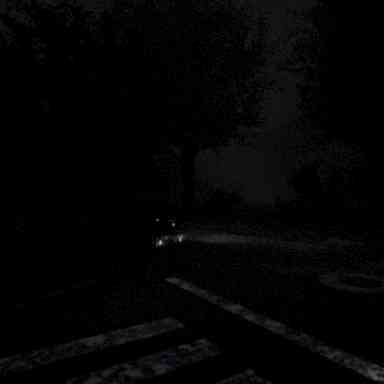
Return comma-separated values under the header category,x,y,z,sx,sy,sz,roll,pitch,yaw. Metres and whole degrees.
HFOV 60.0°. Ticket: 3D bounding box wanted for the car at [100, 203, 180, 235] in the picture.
category,x,y,z,sx,sy,sz,roll,pitch,yaw
car,-2.850,1.340,17.732,4.902,1.511,2.128,0,0,37
